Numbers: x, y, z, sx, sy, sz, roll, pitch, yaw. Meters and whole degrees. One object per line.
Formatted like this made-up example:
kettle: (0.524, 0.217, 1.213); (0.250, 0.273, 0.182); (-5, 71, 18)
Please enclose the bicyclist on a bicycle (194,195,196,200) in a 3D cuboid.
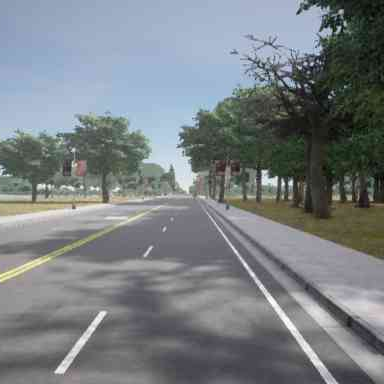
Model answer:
bicyclist on a bicycle: (0.918, 1.551, 90.050); (0.866, 1.612, 1.509); (2, 1, 0)
